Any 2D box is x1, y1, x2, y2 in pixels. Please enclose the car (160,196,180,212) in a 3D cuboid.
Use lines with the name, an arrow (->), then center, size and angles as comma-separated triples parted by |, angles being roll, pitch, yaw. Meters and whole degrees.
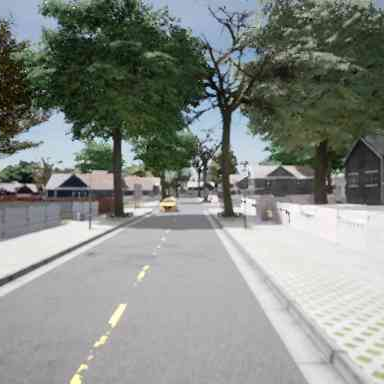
car -> -2.752, 1.567, 40.328 | 1.882, 1.535, 5.008 | 0, 0, 0

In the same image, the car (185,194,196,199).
car -> -0.003, 1.340, 87.284 | 2.097, 1.767, 4.553 | 0, 0, 0
